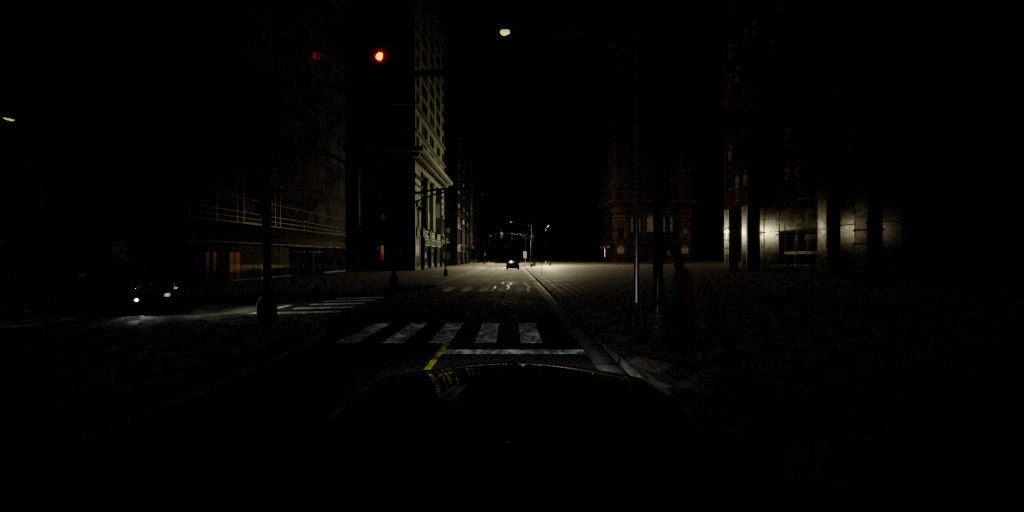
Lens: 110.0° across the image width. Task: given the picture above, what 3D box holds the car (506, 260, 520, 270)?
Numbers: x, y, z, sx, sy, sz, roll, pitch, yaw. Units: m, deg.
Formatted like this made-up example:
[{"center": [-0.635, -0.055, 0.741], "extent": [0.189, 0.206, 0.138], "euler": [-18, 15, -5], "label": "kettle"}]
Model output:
[{"center": [0.111, 1.325, 53.476], "extent": [1.994, 1.385, 4.181], "euler": [0, 0, 0], "label": "car"}]

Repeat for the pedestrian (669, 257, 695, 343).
[{"center": [3.603, 0.891, 7.610], "extent": [0.375, 1.860, 0.375], "euler": [0, 0, 0], "label": "pedestrian"}]

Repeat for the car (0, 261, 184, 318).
[{"center": [-16.104, 1.192, 13.855], "extent": [5.566, 2.045, 2.150], "euler": [-1, 0, 0], "label": "car"}]
